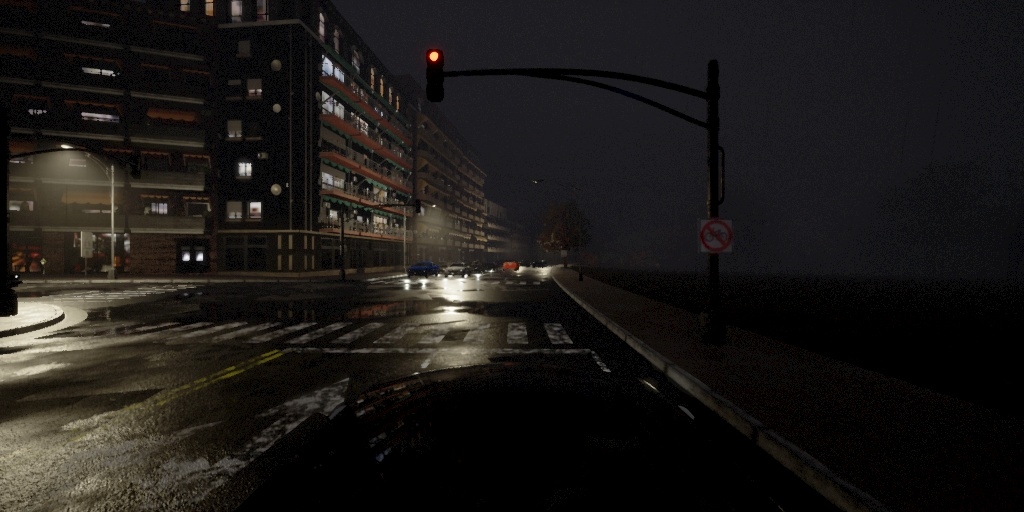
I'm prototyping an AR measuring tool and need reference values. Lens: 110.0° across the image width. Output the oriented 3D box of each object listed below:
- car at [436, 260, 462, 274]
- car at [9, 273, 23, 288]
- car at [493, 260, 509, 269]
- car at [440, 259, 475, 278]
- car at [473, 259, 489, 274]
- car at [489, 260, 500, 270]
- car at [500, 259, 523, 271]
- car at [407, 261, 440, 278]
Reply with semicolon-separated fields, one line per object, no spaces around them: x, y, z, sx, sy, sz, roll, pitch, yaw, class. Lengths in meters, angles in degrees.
-7.688;1.323;44.310;1.882;1.535;5.008;0;0;6;car
-23.955;0.965;14.674;4.718;1.301;1.895;1;0;-18;car
-1.922;1.412;64.247;1.882;1.535;5.008;0;0;9;car
-5.246;1.336;35.103;1.812;1.442;4.674;0;0;5;car
-4.457;1.349;43.957;1.837;1.490;4.892;0;0;6;car
-3.343;1.448;53.878;1.994;1.385;4.181;0;0;8;car
-0.015;1.232;52.783;2.097;1.767;4.553;0;0;7;car
-8.531;1.286;34.777;1.882;1.535;5.008;0;0;4;car
